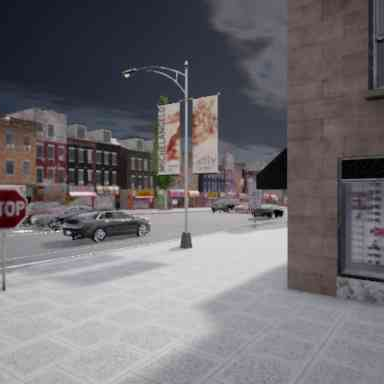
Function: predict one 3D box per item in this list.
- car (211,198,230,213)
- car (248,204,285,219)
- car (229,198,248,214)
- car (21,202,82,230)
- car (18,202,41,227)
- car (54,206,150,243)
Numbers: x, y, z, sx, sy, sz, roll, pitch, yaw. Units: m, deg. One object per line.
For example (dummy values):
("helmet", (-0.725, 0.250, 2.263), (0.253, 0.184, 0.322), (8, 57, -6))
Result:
("car", (4.884, 1.906, 47.212), (2.150, 2.045, 5.566), (0, -2, 35))
("car", (8.088, 1.977, 34.678), (1.882, 1.535, 5.008), (0, -1, 35))
("car", (7.416, 2.028, 45.162), (2.097, 1.767, 4.553), (0, -1, 35))
("car", (-8.430, 1.651, 22.607), (2.128, 1.511, 4.902), (0, -1, 35))
("car", (-11.388, 1.503, 24.049), (2.097, 1.767, 4.553), (0, -1, 35))
("car", (-4.222, 1.638, 17.112), (1.837, 1.490, 4.892), (0, -1, 35))
